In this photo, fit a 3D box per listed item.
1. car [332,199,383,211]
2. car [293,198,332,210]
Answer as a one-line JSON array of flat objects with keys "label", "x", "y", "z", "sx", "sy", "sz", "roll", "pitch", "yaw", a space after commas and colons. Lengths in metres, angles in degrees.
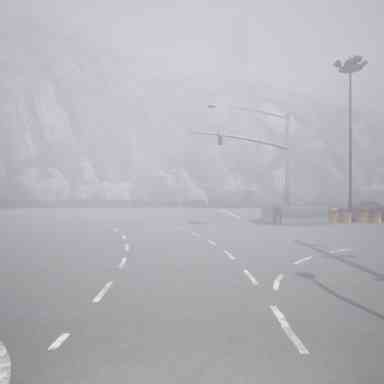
[{"label": "car", "x": 15.590, "y": 1.501, "z": 30.541, "sx": 4.181, "sy": 1.385, "sz": 1.994, "roll": 0, "pitch": 0, "yaw": -3}, {"label": "car", "x": 15.299, "y": 1.462, "z": 41.041, "sx": 5.357, "sy": 1.411, "sz": 2.033, "roll": 0, "pitch": 0, "yaw": -3}]
